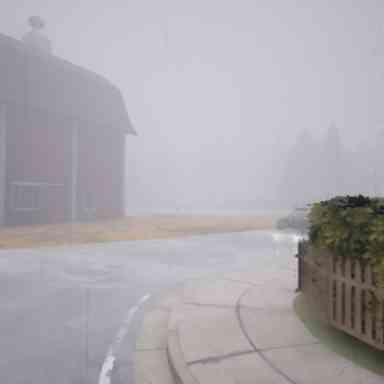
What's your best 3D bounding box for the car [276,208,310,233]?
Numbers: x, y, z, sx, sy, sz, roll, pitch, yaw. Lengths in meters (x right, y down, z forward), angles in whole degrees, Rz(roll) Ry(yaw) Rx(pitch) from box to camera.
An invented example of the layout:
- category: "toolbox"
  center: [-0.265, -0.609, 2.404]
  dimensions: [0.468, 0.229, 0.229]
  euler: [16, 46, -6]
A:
- category: "car"
  center: [7.433, 1.775, 21.687]
  dimensions: [4.674, 1.442, 1.812]
  euler: [1, -1, -40]
